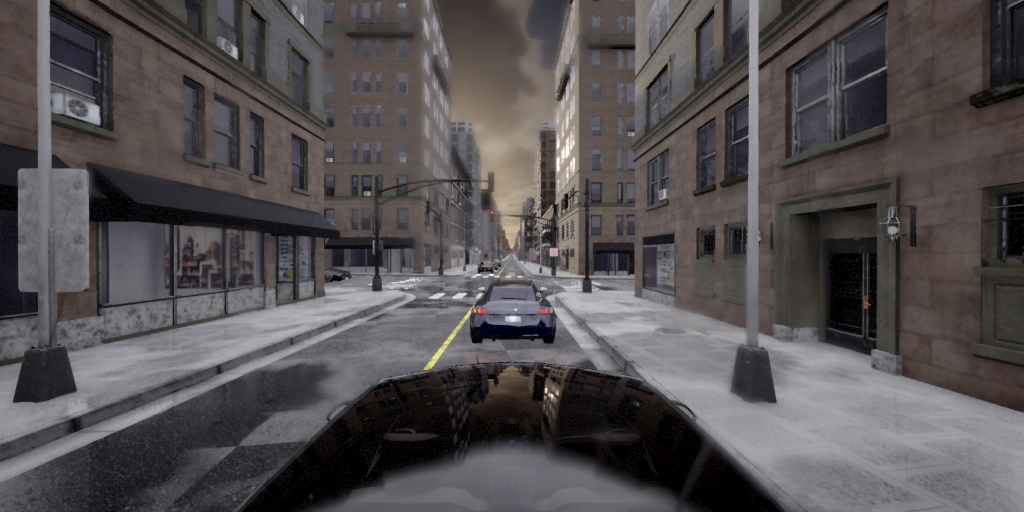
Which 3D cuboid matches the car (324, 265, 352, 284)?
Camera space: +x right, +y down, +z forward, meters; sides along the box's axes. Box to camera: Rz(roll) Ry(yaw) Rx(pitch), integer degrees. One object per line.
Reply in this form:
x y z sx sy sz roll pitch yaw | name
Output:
-14.134 1.133 24.962 5.357 1.411 2.033 1 0 0 | car

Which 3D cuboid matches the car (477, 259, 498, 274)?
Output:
-3.063 1.309 43.112 1.837 1.490 4.892 0 0 0 | car

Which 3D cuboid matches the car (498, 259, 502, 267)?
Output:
-3.053 1.373 53.506 2.033 1.411 5.357 0 0 0 | car

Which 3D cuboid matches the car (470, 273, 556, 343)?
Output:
0.017 1.315 9.668 1.994 1.385 4.181 0 0 0 | car
